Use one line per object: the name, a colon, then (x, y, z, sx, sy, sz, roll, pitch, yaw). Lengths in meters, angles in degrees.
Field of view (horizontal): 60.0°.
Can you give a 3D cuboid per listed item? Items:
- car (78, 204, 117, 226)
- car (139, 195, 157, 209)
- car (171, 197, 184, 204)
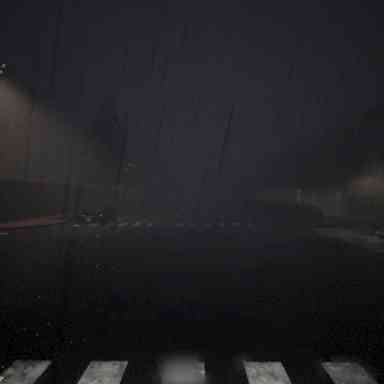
car: (-6.932, 1.638, 24.809, 2.128, 1.511, 4.902, 0, 0, 0)
car: (-6.707, 1.537, 50.981, 2.150, 2.045, 5.566, 0, 0, 0)
car: (-3.324, 1.918, 76.748, 1.837, 1.490, 4.892, 0, 0, 20)
